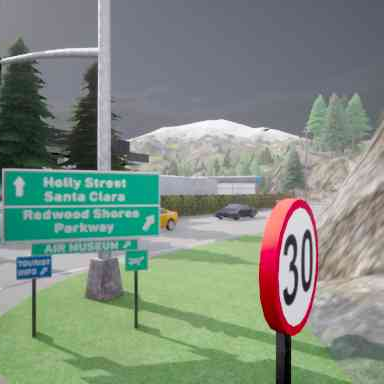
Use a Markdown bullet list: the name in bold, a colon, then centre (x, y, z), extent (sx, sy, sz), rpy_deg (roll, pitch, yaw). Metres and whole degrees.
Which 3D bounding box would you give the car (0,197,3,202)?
- **car**: centre (-12.368, 1.504, 26.054), extent (1.905, 1.878, 3.866), rpy_deg (0, 0, 35)

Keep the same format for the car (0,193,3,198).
- **car**: centre (-38.568, 1.489, 69.998), extent (4.514, 1.523, 2.007), rpy_deg (0, 0, 35)

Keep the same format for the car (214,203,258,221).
- **car**: centre (4.131, 1.739, 30.156), extent (2.033, 1.411, 5.357), rpy_deg (0, 0, 36)

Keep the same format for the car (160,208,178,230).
- **car**: centre (-2.912, 1.669, 20.479), extent (1.882, 1.535, 5.008), rpy_deg (0, 0, 36)
